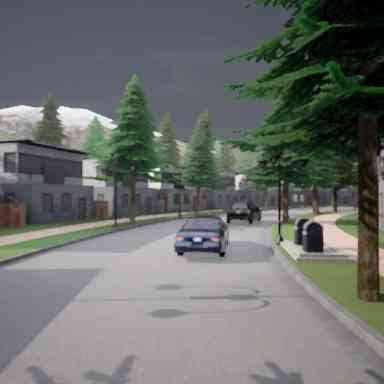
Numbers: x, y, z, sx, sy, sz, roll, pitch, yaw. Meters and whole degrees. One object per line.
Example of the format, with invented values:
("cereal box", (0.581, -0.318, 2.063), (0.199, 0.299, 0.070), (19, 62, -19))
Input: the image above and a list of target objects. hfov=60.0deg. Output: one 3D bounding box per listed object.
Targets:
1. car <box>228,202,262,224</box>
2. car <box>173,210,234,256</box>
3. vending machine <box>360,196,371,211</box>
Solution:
("car", (4.432, 1.611, 27.774), (2.097, 1.767, 4.553), (0, -1, 23))
("car", (0.538, 1.676, 13.694), (2.033, 1.411, 5.357), (0, -1, 8))
("vending machine", (25.442, 1.660, 48.731), (0.880, 2.100, 1.100), (0, -1, -37))
